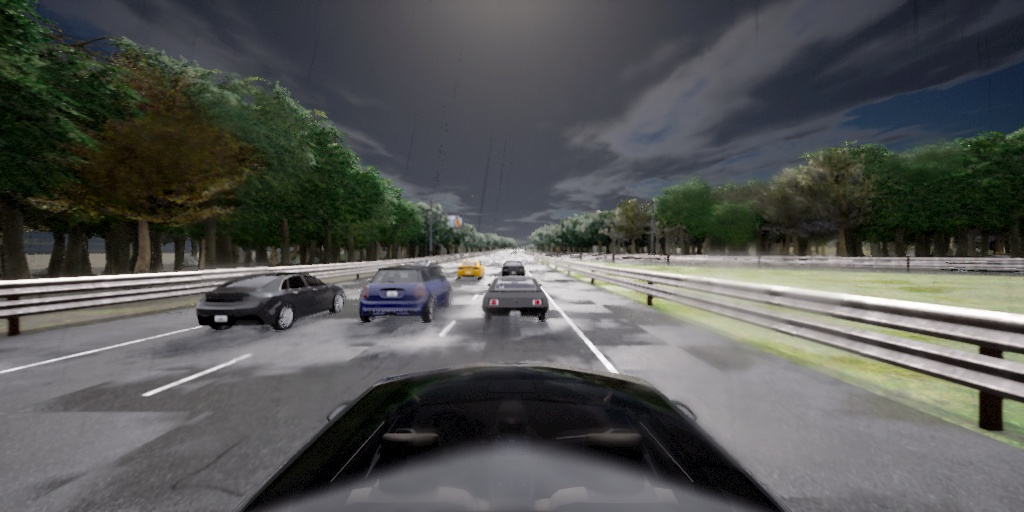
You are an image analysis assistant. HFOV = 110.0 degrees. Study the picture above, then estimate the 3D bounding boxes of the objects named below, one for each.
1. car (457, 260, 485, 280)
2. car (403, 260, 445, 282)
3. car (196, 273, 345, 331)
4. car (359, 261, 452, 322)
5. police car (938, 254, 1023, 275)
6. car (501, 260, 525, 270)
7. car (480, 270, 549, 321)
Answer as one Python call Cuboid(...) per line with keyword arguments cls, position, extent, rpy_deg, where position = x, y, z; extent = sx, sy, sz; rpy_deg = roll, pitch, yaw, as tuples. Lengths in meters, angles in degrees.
Cuboid(cls="car", position=(-3.391, 1.114, 30.263), extent=(1.882, 1.535, 5.008), rpy_deg=(0, 1, 0))
Cuboid(cls="car", position=(-6.891, 1.143, 28.686), extent=(2.128, 1.511, 4.902), rpy_deg=(0, 1, 0))
Cuboid(cls="car", position=(-6.897, 1.241, 10.922), extent=(1.837, 1.490, 4.892), rpy_deg=(0, 0, 0))
Cuboid(cls="car", position=(-3.397, 1.087, 12.304), extent=(2.097, 1.767, 4.553), rpy_deg=(0, 0, 0))
Cuboid(cls="police car", position=(38.881, 0.656, 29.268), extent=(5.238, 1.638, 1.930), rpy_deg=(0, 0, 42))
Cuboid(cls="car", position=(0.108, 1.114, 30.252), extent=(1.882, 1.535, 5.008), rpy_deg=(0, 1, 0))
Cuboid(cls="car", position=(0.097, 1.334, 12.318), extent=(1.895, 1.301, 4.718), rpy_deg=(0, 0, 0))
